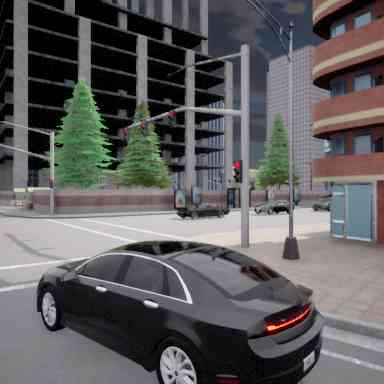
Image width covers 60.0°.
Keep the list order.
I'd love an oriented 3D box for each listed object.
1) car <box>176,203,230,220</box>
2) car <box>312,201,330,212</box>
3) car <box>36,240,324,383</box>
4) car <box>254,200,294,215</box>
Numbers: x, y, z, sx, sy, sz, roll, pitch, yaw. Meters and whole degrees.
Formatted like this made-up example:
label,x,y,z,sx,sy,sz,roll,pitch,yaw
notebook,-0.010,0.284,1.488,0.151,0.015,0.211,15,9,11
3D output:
label,x,y,z,sx,sy,sz,roll,pitch,yaw
car,0.973,1.656,29.125,4.718,1.301,1.895,0,0,-36
car,16.663,1.407,40.295,4.553,1.767,2.097,0,0,-35
car,-0.602,1.505,5.065,4.892,1.490,1.837,0,0,41
car,8.566,1.547,34.543,4.902,1.511,2.128,0,0,-35
